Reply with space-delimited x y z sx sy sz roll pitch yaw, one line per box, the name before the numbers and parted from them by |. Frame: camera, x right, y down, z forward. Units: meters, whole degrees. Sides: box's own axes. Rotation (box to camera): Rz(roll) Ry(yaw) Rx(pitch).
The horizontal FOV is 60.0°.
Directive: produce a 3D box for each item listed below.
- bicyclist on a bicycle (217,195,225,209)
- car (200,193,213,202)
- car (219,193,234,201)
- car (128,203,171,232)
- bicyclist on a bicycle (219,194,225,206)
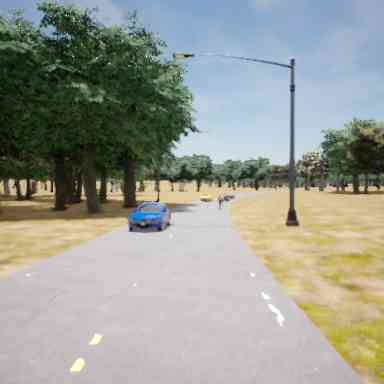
bicyclist on a bicycle | 3.314 1.251 40.091 0.582 1.620 1.656 0 0 7
car | 2.670 1.016 61.664 1.882 1.535 5.008 1 1 11
car | 6.302 1.010 64.615 2.128 1.511 4.902 1 1 12
car | -2.424 1.403 19.946 1.882 1.535 5.008 0 0 4
bicyclist on a bicycle | 4.365 1.162 48.079 0.866 1.612 1.509 0 0 8
